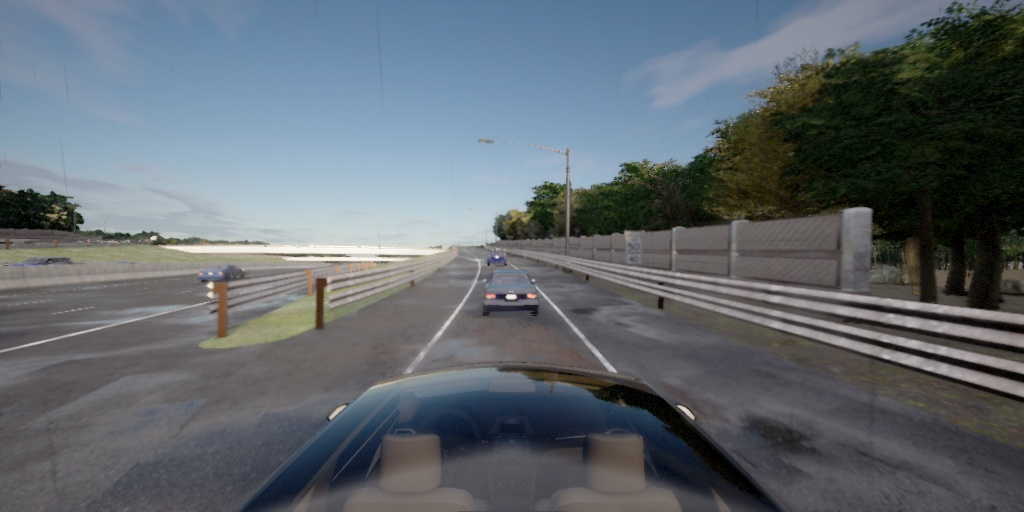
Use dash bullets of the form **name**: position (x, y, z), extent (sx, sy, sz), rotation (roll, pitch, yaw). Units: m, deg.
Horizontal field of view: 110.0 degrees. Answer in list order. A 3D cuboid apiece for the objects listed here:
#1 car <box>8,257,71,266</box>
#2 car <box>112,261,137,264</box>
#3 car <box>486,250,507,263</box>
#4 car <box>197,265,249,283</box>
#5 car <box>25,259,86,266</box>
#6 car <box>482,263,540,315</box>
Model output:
- **car**: position (-48.337, 1.131, 36.963), extent (2.150, 2.045, 5.566), rotation (1, -1, -19)
- **car**: position (-41.381, 1.332, 38.220), extent (1.882, 1.535, 5.008), rotation (1, -1, -19)
- **car**: position (-1.757, 0.081, 39.733), extent (2.097, 1.767, 4.553), rotation (0, 2, -5)
- **car**: position (-23.415, 1.408, 29.273), extent (2.033, 1.411, 5.357), rotation (1, -1, -19)
- **car**: position (-44.167, 1.299, 35.509), extent (2.128, 1.511, 4.902), rotation (1, -1, -18)
- **car**: position (-0.087, 1.181, 12.909), extent (2.033, 1.411, 5.357), rotation (0, 1, -2)
